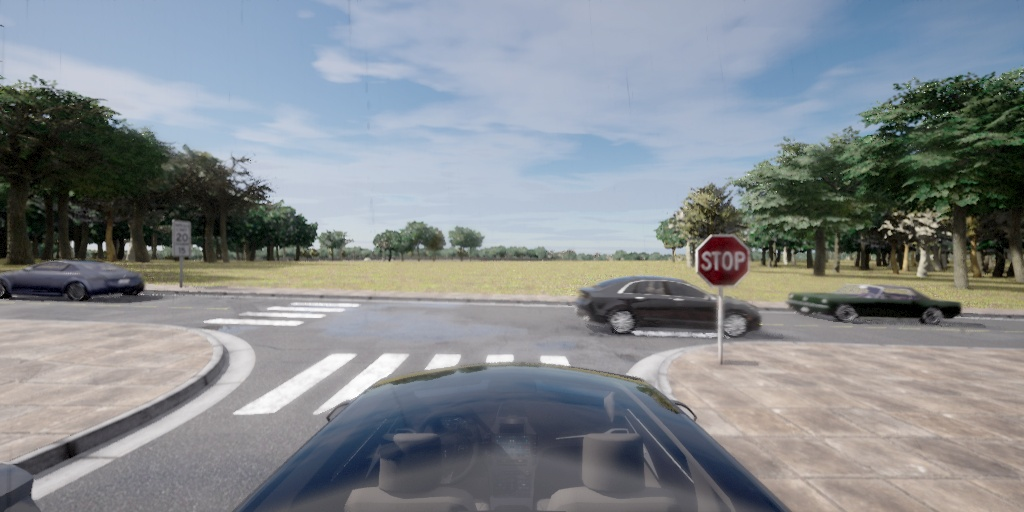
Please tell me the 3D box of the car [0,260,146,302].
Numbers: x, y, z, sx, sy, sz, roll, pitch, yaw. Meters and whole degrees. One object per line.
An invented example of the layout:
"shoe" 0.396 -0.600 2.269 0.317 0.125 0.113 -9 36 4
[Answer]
"car" -16.131 0.838 13.076 4.181 1.385 1.994 2 0 0

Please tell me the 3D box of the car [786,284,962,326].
"car" 12.795 1.680 12.933 4.718 1.301 1.895 2 0 0

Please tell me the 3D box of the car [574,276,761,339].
"car" 4.224 1.334 10.026 4.892 1.490 1.837 2 0 0
